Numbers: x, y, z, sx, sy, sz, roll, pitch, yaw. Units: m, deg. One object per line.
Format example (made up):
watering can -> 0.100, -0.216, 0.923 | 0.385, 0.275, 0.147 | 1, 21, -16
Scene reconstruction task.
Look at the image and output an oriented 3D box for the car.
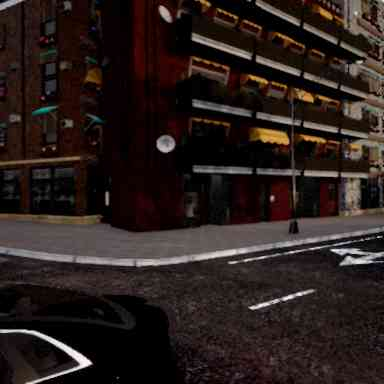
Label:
car -> -2.333, 1.507, 2.049 | 4.892, 1.490, 1.837 | 0, 0, -36
